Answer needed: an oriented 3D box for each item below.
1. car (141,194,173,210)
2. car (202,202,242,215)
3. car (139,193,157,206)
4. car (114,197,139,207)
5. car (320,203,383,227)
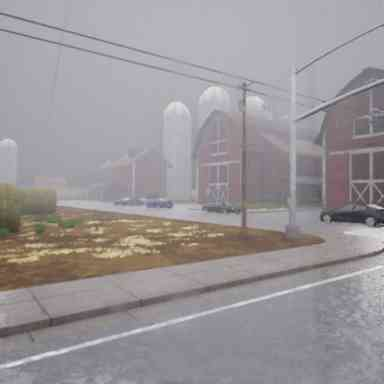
[{"bbox_3d":[-4.470,1.508,44.668,1.882,1.535,5.008,-1,1,-36],"label":"car"},{"bbox_3d":[3.117,1.650,34.433,1.895,1.301,4.718,0,0,-36],"label":"car"},{"bbox_3d":[-7.270,1.207,55.289,3.866,1.878,1.905,-2,5,11],"label":"car"},{"bbox_3d":[-10.881,1.556,53.311,1.812,1.442,4.674,0,0,-37],"label":"car"},{"bbox_3d":[11.424,1.527,23.228,1.882,1.535,5.008,0,-1,-37],"label":"car"}]
